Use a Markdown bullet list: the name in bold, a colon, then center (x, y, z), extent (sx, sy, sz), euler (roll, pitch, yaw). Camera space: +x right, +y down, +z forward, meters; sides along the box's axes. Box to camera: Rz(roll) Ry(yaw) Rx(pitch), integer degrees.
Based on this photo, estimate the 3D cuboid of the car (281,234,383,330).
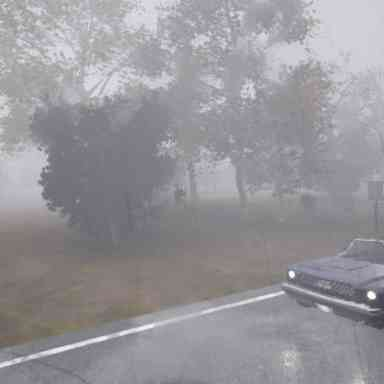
- **car**: center (3.987, 1.570, 6.604), extent (4.718, 1.301, 1.895), euler (0, 0, -34)
